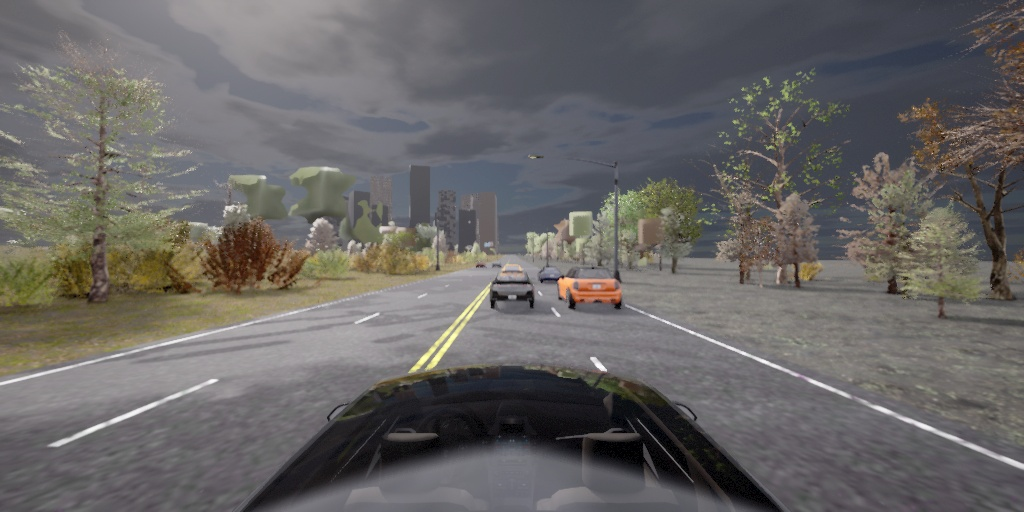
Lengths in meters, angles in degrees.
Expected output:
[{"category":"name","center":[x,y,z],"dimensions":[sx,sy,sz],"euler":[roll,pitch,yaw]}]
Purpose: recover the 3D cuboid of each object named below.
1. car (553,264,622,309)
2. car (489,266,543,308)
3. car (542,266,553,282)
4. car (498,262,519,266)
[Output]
[{"category":"car","center":[3.261,1.229,15.896],"dimensions":[2.097,1.767,4.553],"euler":[0,-1,0]},{"category":"car","center":[0.015,1.376,16.122],"dimensions":[2.128,1.511,4.902],"euler":[0,0,0]},{"category":"car","center":[3.279,1.579,31.165],"dimensions":[1.994,1.385,4.181],"euler":[0,0,0]},{"category":"car","center":[0.030,1.502,31.305],"dimensions":[1.882,1.535,5.008],"euler":[0,0,0]}]
